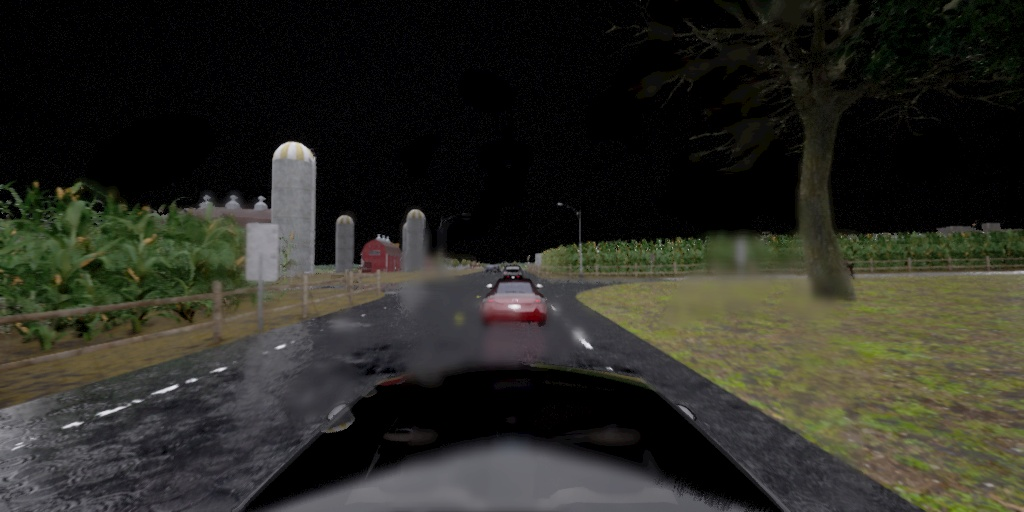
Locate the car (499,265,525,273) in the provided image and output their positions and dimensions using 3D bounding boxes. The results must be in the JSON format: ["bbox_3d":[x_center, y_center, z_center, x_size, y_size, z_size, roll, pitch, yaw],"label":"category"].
[{"bbox_3d":[0.066,1.580,32.183,1.837,1.490,4.892,-1,-1,0],"label":"car"}]

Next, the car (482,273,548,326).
[{"bbox_3d":[0.086,1.428,12.142,1.994,1.385,4.181,0,-1,0],"label":"car"}]

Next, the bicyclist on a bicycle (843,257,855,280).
[{"bbox_3d":[24.260,0.901,26.179,0.582,1.620,1.656,-1,-1,0],"label":"bicyclist on a bicycle"}]

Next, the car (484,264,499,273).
[{"bbox_3d":[-3.575,2.139,59.828,2.033,1.411,5.357,0,-1,1],"label":"car"}]
